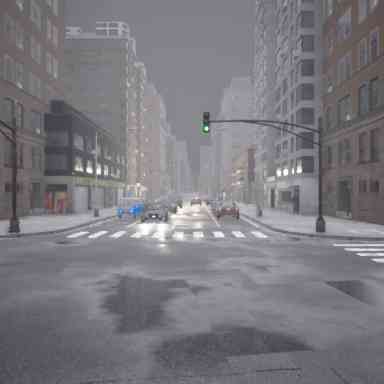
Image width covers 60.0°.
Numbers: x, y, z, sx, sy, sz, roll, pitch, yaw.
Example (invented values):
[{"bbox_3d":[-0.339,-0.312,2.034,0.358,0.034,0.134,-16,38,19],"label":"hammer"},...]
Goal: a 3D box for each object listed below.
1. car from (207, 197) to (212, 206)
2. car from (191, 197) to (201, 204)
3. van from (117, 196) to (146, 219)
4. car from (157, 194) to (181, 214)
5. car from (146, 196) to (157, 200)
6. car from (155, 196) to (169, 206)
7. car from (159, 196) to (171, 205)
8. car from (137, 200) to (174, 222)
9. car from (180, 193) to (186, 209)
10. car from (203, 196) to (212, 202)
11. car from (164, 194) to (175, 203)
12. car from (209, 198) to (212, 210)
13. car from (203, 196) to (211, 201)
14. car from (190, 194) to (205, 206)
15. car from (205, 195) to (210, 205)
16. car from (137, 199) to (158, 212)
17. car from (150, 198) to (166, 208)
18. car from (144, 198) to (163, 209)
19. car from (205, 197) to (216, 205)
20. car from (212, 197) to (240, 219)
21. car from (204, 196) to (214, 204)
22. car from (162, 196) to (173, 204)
[{"bbox_3d":[3.184,1.631,40.526,1.802,1.307,4.206,0,0,1],"label":"car"},{"bbox_3d":[0.833,1.656,66.272,1.994,1.385,4.181,0,0,1],"label":"car"},{"bbox_3d":[-5.478,1.383,29.577,1.690,1.788,3.998,0,0,1],"label":"van"},{"bbox_3d":[-2.628,1.401,36.086,2.097,1.767,4.553,0,0,1],"label":"car"},{"bbox_3d":[-5.410,1.365,35.100,2.192,1.841,5.009,0,0,1],"label":"car"},{"bbox_3d":[-5.138,1.524,57.193,1.967,1.590,4.097,0,0,1],"label":"car"},{"bbox_3d":[-5.070,1.533,62.716,1.967,1.590,4.097,0,0,1],"label":"car"},{"bbox_3d":[-2.754,1.597,26.052,1.994,1.385,4.181,0,0,1],"label":"car"},{"bbox_3d":[-2.475,1.290,47.594,2.150,2.045,5.566,0,0,1],"label":"car"},{"bbox_3d":[3.660,1.691,79.199,1.802,1.307,4.206,0,0,1],"label":"car"},{"bbox_3d":[-4.934,1.425,73.763,2.192,1.841,5.009,0,0,1],"label":"car"},{"bbox_3d":[3.116,1.607,35.002,1.947,1.339,4.313,0,0,1],"label":"car"},{"bbox_3d":[3.727,1.662,84.724,1.887,1.381,4.507,0,0,1],"label":"car"},{"bbox_3d":[0.705,1.567,55.854,2.128,1.511,4.902,0,0,1],"label":"car"},{"bbox_3d":[3.387,1.641,57.101,1.947,1.339,4.313,0,0,1],"label":"car"},{"bbox_3d":[-5.341,1.625,40.624,1.947,1.339,4.313,0,0,1],"label":"car"},{"bbox_3d":[-5.206,1.626,51.670,2.008,1.369,4.403,0,0,1],"label":"car"},{"bbox_3d":[-5.274,1.618,46.147,2.008,1.369,4.403,0,0,1],"label":"car"},{"bbox_3d":[3.456,1.649,62.625,1.947,1.339,4.313,0,0,1],"label":"car"},{"bbox_3d":[3.048,1.473,29.478,1.967,1.590,4.097,0,0,1],"label":"car"},{"bbox_3d":[3.523,1.637,68.150,1.887,1.381,4.507,0,0,1],"label":"car"},{"bbox_3d":[-5.004,1.626,68.069,1.752,1.417,4.829,0,0,1],"label":"car"}]
